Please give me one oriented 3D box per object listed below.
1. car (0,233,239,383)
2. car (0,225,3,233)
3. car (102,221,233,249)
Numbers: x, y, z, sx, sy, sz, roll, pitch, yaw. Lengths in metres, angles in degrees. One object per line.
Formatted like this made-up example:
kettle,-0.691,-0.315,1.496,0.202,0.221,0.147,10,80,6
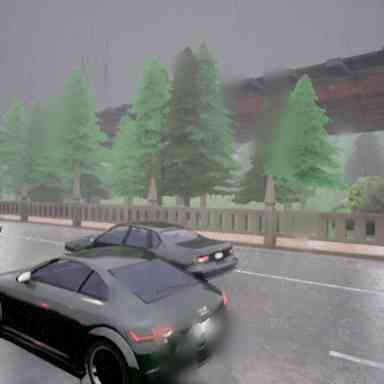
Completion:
car,-1.498,1.557,5.067,4.181,1.385,1.994,0,0,35
car,-11.460,1.513,16.486,5.357,1.411,2.033,0,0,36
car,-1.383,1.536,9.286,5.357,1.411,2.033,0,0,36
